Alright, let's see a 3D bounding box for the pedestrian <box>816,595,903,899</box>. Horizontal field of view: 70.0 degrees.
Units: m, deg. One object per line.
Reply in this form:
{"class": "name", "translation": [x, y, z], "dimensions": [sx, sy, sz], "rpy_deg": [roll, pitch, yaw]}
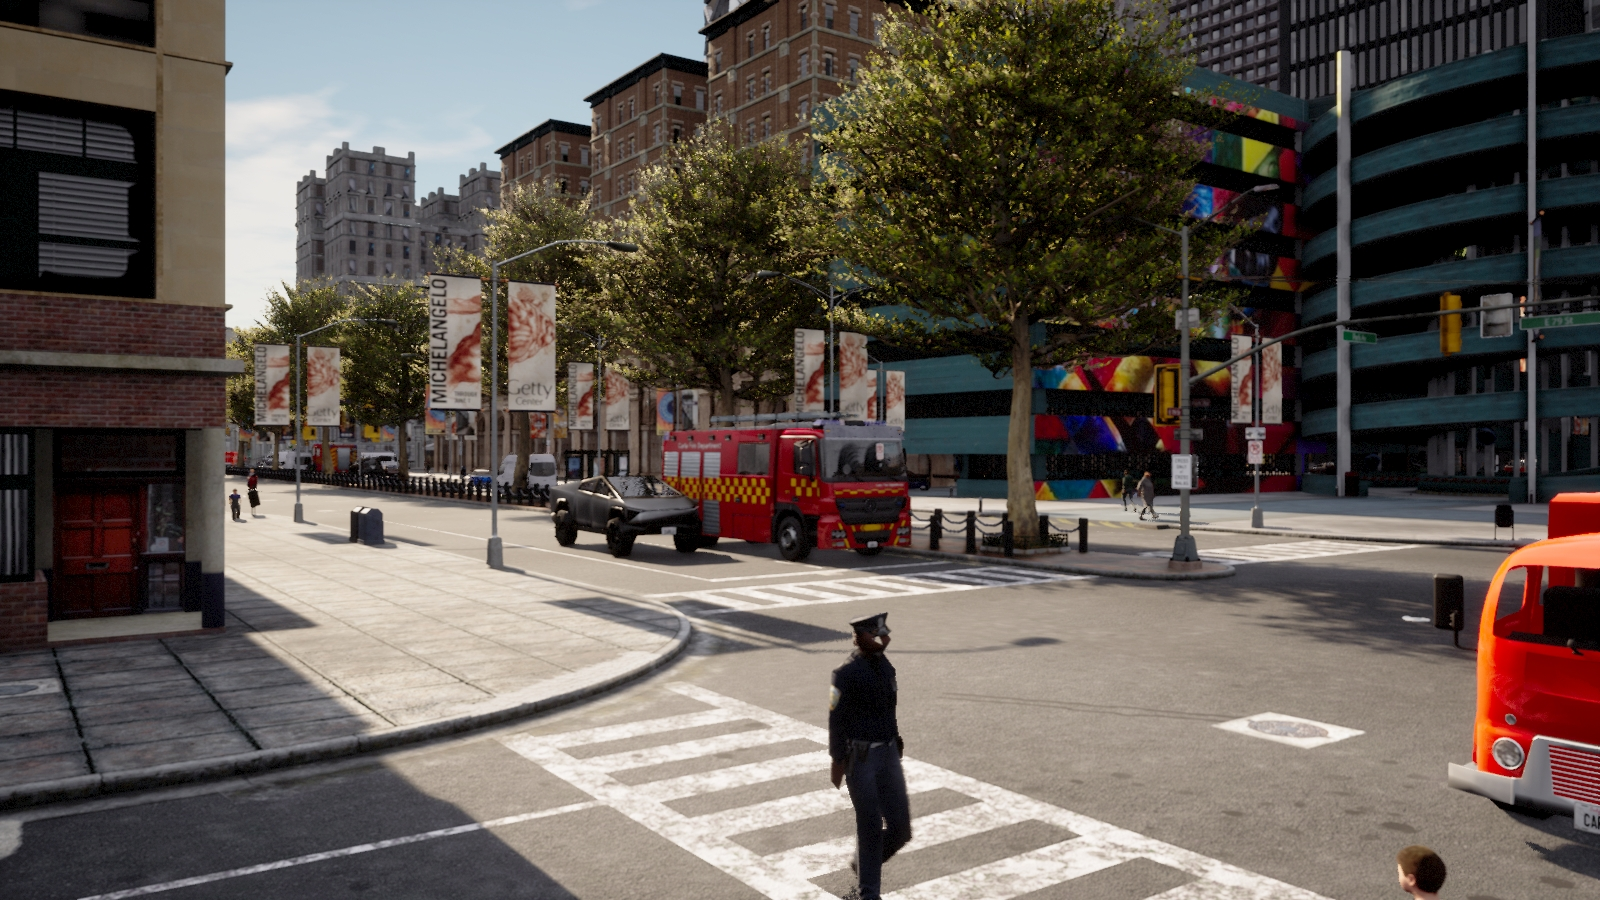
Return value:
{"class": "pedestrian", "translation": [0.363, 1.850, 6.975], "dimensions": [0.375, 1.860, 0.375], "rpy_deg": [0, 0, -37]}

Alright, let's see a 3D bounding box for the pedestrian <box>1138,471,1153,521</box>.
{"class": "pedestrian", "translation": [12.897, 1.706, 42.682], "dimensions": [0.375, 1.860, 0.375], "rpy_deg": [0, 0, -33]}

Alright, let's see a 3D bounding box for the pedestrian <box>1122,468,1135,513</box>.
{"class": "pedestrian", "translation": [13.872, 1.706, 48.232], "dimensions": [0.375, 1.860, 0.375], "rpy_deg": [0, 0, -22]}

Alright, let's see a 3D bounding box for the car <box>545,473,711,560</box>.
{"class": "car", "translation": [-5.030, 1.757, 32.361], "dimensions": [2.390, 2.098, 6.274], "rpy_deg": [0, 0, -31]}

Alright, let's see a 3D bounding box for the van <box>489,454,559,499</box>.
{"class": "van", "translation": [-16.506, 1.540, 68.118], "dimensions": [1.988, 2.561, 5.915], "rpy_deg": [0, 0, -35]}

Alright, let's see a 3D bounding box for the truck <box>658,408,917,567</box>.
{"class": "truck", "translation": [-0.644, 0.895, 31.791], "dimensions": [2.891, 3.827, 8.468], "rpy_deg": [0, 0, -35]}

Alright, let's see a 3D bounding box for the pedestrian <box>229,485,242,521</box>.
{"class": "pedestrian", "translation": [-21.143, 1.978, 42.814], "dimensions": [0.375, 1.300, 0.375], "rpy_deg": [0, 0, -36]}

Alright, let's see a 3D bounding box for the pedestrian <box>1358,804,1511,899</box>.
{"class": "pedestrian", "translation": [2.508, 2.130, 4.528], "dimensions": [0.375, 1.300, 0.375], "rpy_deg": [0, 0, -21]}

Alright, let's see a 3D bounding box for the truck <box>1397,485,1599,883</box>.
{"class": "truck", "translation": [7.331, 1.565, 8.916], "dimensions": [5.204, 2.467, 2.627], "rpy_deg": [-1, 0, -35]}
